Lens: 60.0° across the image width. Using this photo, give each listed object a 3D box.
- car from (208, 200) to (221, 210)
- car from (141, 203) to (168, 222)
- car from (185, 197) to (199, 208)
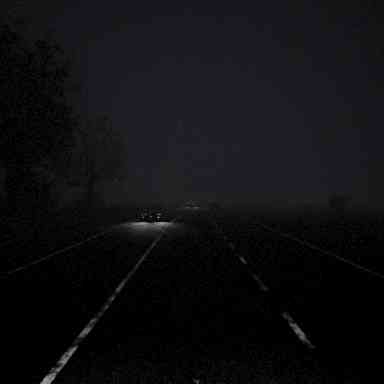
[{"bbox_3d":[3.517,1.948,52.459,1.882,1.535,5.008,0,-1,0],"label":"car"},{"bbox_3d":[-3.225,1.774,29.445,1.837,1.490,4.892,-1,-1,3],"label":"car"},{"bbox_3d":[-0.213,2.072,60.784,1.812,1.442,4.674,0,0,3],"label":"car"}]
